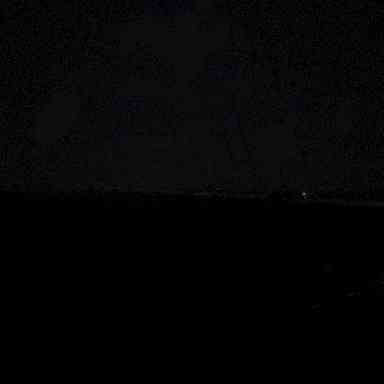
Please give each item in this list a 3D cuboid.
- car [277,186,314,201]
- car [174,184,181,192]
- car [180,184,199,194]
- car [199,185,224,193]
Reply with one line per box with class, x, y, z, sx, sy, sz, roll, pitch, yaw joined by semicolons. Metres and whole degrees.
car;13.185;0.125;42.414;2.097;1.767;4.553;-4;4;-35
car;-1.913;-0.854;68.818;2.128;1.511;4.902;-4;4;-35
car;0.259;-0.389;60.937;1.994;1.385;4.181;-4;4;-34
car;3.880;-0.545;60.678;1.837;1.490;4.892;-4;4;-34
